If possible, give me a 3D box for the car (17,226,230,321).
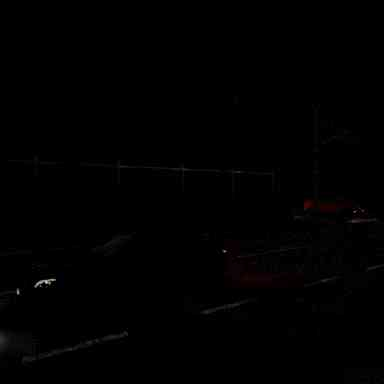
[{"bbox_3d":[-1.244,1.526,7.376,4.674,1.442,1.812,0,0,-35],"label":"car"}]

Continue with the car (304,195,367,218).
[{"bbox_3d":[13.160,1.279,30.978,2.150,2.045,5.566,0,0,-36],"label":"car"}]

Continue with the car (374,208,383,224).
[{"bbox_3d":[14.925,1.556,22.519,1.812,1.442,4.674,0,0,-36],"label":"car"}]
